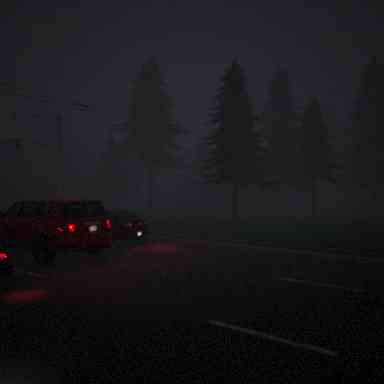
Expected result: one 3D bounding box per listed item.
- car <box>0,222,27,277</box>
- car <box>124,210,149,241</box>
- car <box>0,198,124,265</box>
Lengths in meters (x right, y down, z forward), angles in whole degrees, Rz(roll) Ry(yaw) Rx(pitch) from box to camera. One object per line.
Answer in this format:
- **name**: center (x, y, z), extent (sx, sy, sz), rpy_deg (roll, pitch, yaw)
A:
- **car**: center (-6.798, 1.552, 8.698), extent (5.357, 1.411, 2.033), rpy_deg (0, 0, 35)
- **car**: center (-4.207, 1.511, 15.423), extent (4.892, 1.490, 1.837), rpy_deg (0, 0, 35)
- **car**: center (-5.280, 1.227, 11.908), extent (5.566, 2.045, 2.150), rpy_deg (0, 0, 35)
